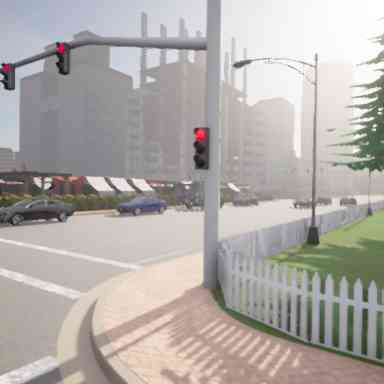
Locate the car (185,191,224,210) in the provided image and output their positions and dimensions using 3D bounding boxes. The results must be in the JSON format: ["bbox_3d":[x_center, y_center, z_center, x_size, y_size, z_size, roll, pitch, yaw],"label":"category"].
[{"bbox_3d":[1.482,0.861,36.592,2.150,2.045,5.566,1,1,34],"label":"car"}]

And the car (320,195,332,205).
[{"bbox_3d":[20.432,1.262,51.798,1.837,1.490,4.892,1,1,34],"label":"car"}]

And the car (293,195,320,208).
[{"bbox_3d":[14.730,1.363,43.357,1.895,1.301,4.718,1,1,34],"label":"car"}]

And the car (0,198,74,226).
[{"bbox_3d":[-9.580,1.140,20.248,2.128,1.511,4.902,1,1,34],"label":"car"}]

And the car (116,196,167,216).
[{"bbox_3d":[-4.173,1.122,28.237,1.882,1.535,5.008,1,1,34],"label":"car"}]

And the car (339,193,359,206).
[{"bbox_3d":[23.442,1.312,49.991,2.128,1.511,4.902,1,1,34],"label":"car"}]

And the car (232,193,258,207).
[{"bbox_3d":[7.273,0.987,45.095,2.097,1.767,4.553,1,1,34],"label":"car"}]
